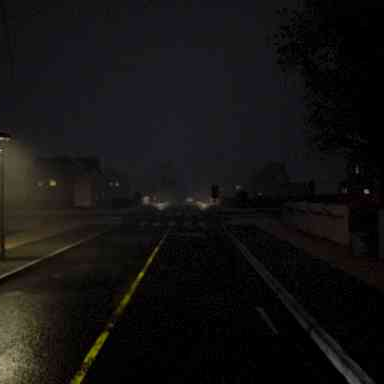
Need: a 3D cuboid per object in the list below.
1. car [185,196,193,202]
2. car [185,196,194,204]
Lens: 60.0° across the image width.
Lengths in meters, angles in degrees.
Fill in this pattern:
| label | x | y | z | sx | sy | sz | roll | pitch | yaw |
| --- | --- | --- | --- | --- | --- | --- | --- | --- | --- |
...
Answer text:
| label | x | y | z | sx | sy | sz | roll | pitch | yaw |
| --- | --- | --- | --- | --- | --- | --- | --- | --- | --- |
| car | -0.746 | 1.705 | 83.448 | 1.882 | 1.535 | 5.008 | 0 | -1 | -2 |
| car | -0.580 | 1.807 | 73.422 | 1.812 | 1.442 | 4.674 | 0 | -1 | -1 |
